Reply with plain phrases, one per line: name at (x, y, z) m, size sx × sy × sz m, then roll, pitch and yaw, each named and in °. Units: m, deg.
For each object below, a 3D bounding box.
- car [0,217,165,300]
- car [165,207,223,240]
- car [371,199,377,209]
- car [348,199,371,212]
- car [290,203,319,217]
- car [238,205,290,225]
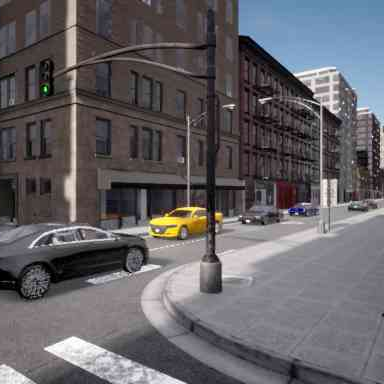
car at (-3.184, 1.530, 8.619) m, size 2.128 × 1.511 × 4.902 m, roll 0°, pitch -1°, yaw 35°
car at (-0.198, 1.575, 17.882) m, size 1.882 × 1.535 × 5.008 m, roll 0°, pitch 0°, yaw 35°
car at (27.672, 1.844, 51.910) m, size 1.837 × 1.490 × 4.892 m, roll 0°, pitch 0°, yaw 36°
car at (21.889, 1.853, 43.783) m, size 1.994 × 1.385 × 4.181 m, roll 0°, pitch 0°, yaw 35°
car at (11.528, 1.815, 34.321) m, size 1.895 × 1.301 × 4.718 m, roll 0°, pitch 0°, yaw 36°
car at (5.542, 1.704, 25.941) m, size 2.033 × 1.411 × 5.357 m, roll 0°, pitch 0°, yaw 35°
